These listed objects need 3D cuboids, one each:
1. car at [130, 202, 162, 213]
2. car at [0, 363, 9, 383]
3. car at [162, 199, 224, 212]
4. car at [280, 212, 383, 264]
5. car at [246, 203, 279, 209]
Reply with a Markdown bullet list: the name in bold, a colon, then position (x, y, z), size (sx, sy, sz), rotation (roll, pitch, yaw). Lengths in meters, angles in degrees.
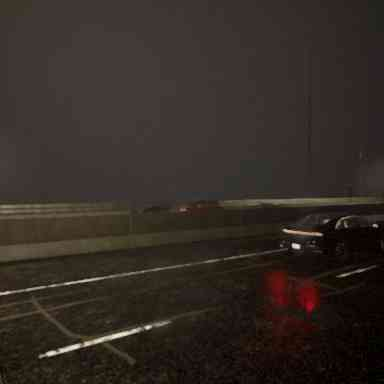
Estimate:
- **car**: position (-3.039, 1.550, 27.668), size (4.181, 1.385, 1.994), rotation (0, 0, -36)
- **car**: position (-3.593, 1.548, 1.175), size (5.357, 1.411, 2.033), rotation (0, 0, -36)
- **car**: position (0.340, 1.338, 25.784), size (4.553, 1.767, 2.097), rotation (0, 0, -36)
- **car**: position (5.229, 1.483, 11.816), size (4.902, 1.511, 2.128), rotation (0, 0, -36)
- **car**: position (5.267, 1.548, 25.010), size (4.181, 1.385, 1.994), rotation (0, 0, -36)
